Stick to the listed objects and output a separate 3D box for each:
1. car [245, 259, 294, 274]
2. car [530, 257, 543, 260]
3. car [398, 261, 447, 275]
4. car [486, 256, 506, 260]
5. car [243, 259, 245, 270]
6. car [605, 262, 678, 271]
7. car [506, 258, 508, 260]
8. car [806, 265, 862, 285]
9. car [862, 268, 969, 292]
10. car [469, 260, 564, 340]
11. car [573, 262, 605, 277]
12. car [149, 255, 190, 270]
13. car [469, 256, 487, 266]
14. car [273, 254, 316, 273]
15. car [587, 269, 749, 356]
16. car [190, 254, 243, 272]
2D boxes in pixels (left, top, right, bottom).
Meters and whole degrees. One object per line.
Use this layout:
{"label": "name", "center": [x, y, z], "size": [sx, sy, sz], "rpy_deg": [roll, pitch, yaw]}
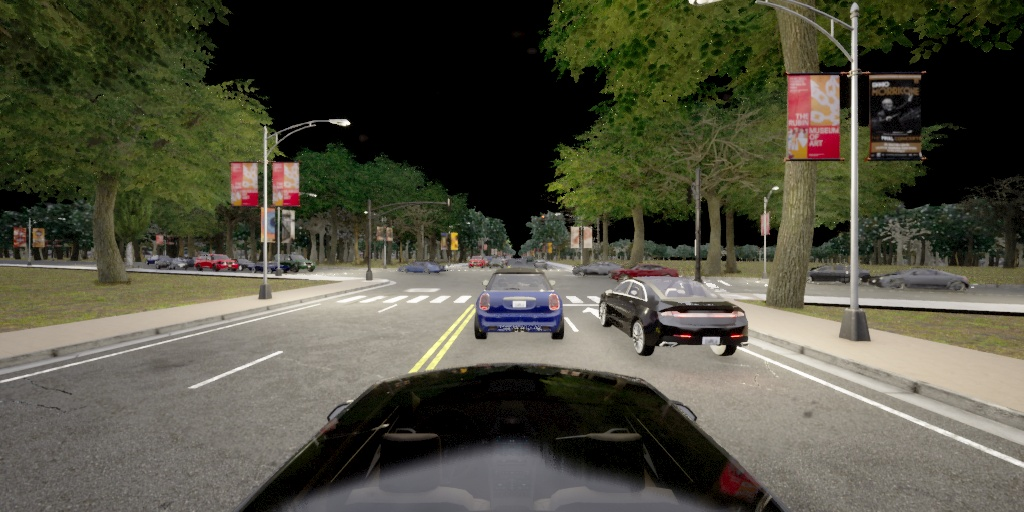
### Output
{"label": "car", "center": [-26.025, 1.226, 38.478], "size": [4.718, 1.301, 1.895], "rpy_deg": [0, 0, 27]}
{"label": "car", "center": [4.274, 1.248, 55.146], "size": [2.128, 1.511, 4.902], "rpy_deg": [0, 0, 1]}
{"label": "car", "center": [-9.634, 1.246, 38.487], "size": [5.357, 1.411, 2.033], "rpy_deg": [0, 0, 24]}
{"label": "car", "center": [-2.387, 1.109, 55.916], "size": [2.097, 1.767, 4.553], "rpy_deg": [0, 0, 1]}
{"label": "car", "center": [-34.693, 1.076, 45.925], "size": [4.892, 1.490, 1.837], "rpy_deg": [0, 0, 24]}
{"label": "car", "center": [10.105, 1.296, 27.617], "size": [5.008, 1.535, 1.882], "rpy_deg": [1, 0, 4]}
{"label": "car", "center": [-2.194, 1.360, 64.907], "size": [1.895, 1.301, 4.718], "rpy_deg": [0, 0, 1]}
{"label": "car", "center": [23.824, 1.394, 27.120], "size": [4.892, 1.490, 1.837], "rpy_deg": [0, 0, 24]}
{"label": "car", "center": [25.632, 1.473, 22.752], "size": [4.181, 1.385, 1.994], "rpy_deg": [0, 0, 24]}
{"label": "car", "center": [0.194, 1.102, 10.170], "size": [2.097, 1.767, 4.553], "rpy_deg": [0, 0, 1]}
{"label": "car", "center": [8.258, 1.284, 34.063], "size": [4.902, 1.511, 2.128], "rpy_deg": [0, 0, 24]}
{"label": "car", "center": [-44.284, 1.022, 46.655], "size": [4.902, 1.511, 2.128], "rpy_deg": [0, 0, 24]}
{"label": "car", "center": [-5.616, 0.979, 57.984], "size": [2.150, 2.045, 5.566], "rpy_deg": [0, 0, 1]}
{"label": "car", "center": [-25.532, 0.841, 41.835], "size": [5.566, 2.045, 2.150], "rpy_deg": [0, 0, 24]}
{"label": "car", "center": [3.430, 1.242, 8.582], "size": [2.128, 1.511, 4.902], "rpy_deg": [0, 0, 0]}
{"label": "car", "center": [-35.091, 0.798, 42.535], "size": [5.566, 2.045, 2.150], "rpy_deg": [0, 0, 24]}
